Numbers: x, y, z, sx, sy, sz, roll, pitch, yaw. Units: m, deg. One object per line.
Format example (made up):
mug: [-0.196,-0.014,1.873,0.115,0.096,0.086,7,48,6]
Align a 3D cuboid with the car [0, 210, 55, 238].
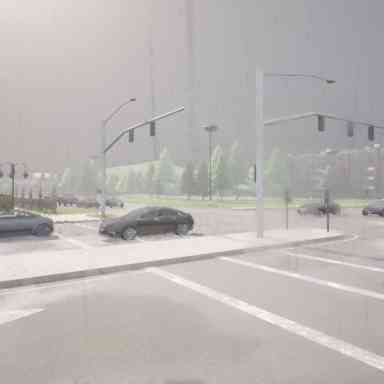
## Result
car: [-8.913,1.564,16.059,4.181,1.385,1.994,0,0,-35]

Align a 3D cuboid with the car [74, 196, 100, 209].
car: [-14.192,1.601,45.524,1.895,1.301,4.718,0,0,-36]

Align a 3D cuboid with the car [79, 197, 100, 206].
car: [-17.146,1.564,55.563,1.994,1.385,4.181,0,0,-36]

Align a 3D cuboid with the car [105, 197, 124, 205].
car: [-11.387,1.491,47.620,2.128,1.511,4.902,0,0,-36]

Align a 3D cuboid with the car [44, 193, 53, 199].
car: [-26.038,1.221,61.947,2.150,2.045,5.566,0,0,-35]

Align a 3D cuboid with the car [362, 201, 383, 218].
car: [17.468,1.526,30.519,4.674,1.442,1.812,0,0,-35]

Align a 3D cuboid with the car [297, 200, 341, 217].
car: [11.784,1.493,30.783,4.902,1.511,2.128,0,0,-35]

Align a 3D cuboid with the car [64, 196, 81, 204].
car: [-22.954,1.564,63.658,1.994,1.385,4.181,0,0,-36]

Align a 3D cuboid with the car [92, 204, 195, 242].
car: [-2.140,1.505,16.579,4.892,1.490,1.837,0,0,-35]

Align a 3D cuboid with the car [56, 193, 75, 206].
car: [-19.903,1.221,53.400,2.150,2.045,5.566,0,0,-36]
